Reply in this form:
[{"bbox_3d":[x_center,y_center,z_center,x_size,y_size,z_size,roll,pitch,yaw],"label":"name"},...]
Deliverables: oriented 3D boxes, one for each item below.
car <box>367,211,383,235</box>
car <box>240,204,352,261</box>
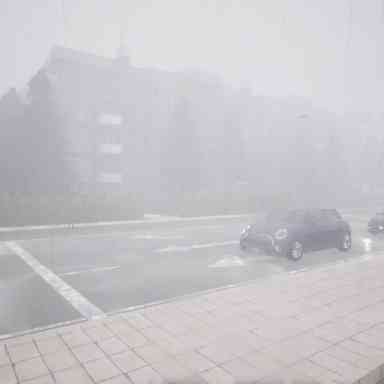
[{"bbox_3d":[11.233,1.505,17.711,4.892,1.490,1.837,0,0,-36],"label":"car"},{"bbox_3d":[3.920,1.352,12.406,4.553,1.767,2.097,0,0,-36],"label":"car"}]
